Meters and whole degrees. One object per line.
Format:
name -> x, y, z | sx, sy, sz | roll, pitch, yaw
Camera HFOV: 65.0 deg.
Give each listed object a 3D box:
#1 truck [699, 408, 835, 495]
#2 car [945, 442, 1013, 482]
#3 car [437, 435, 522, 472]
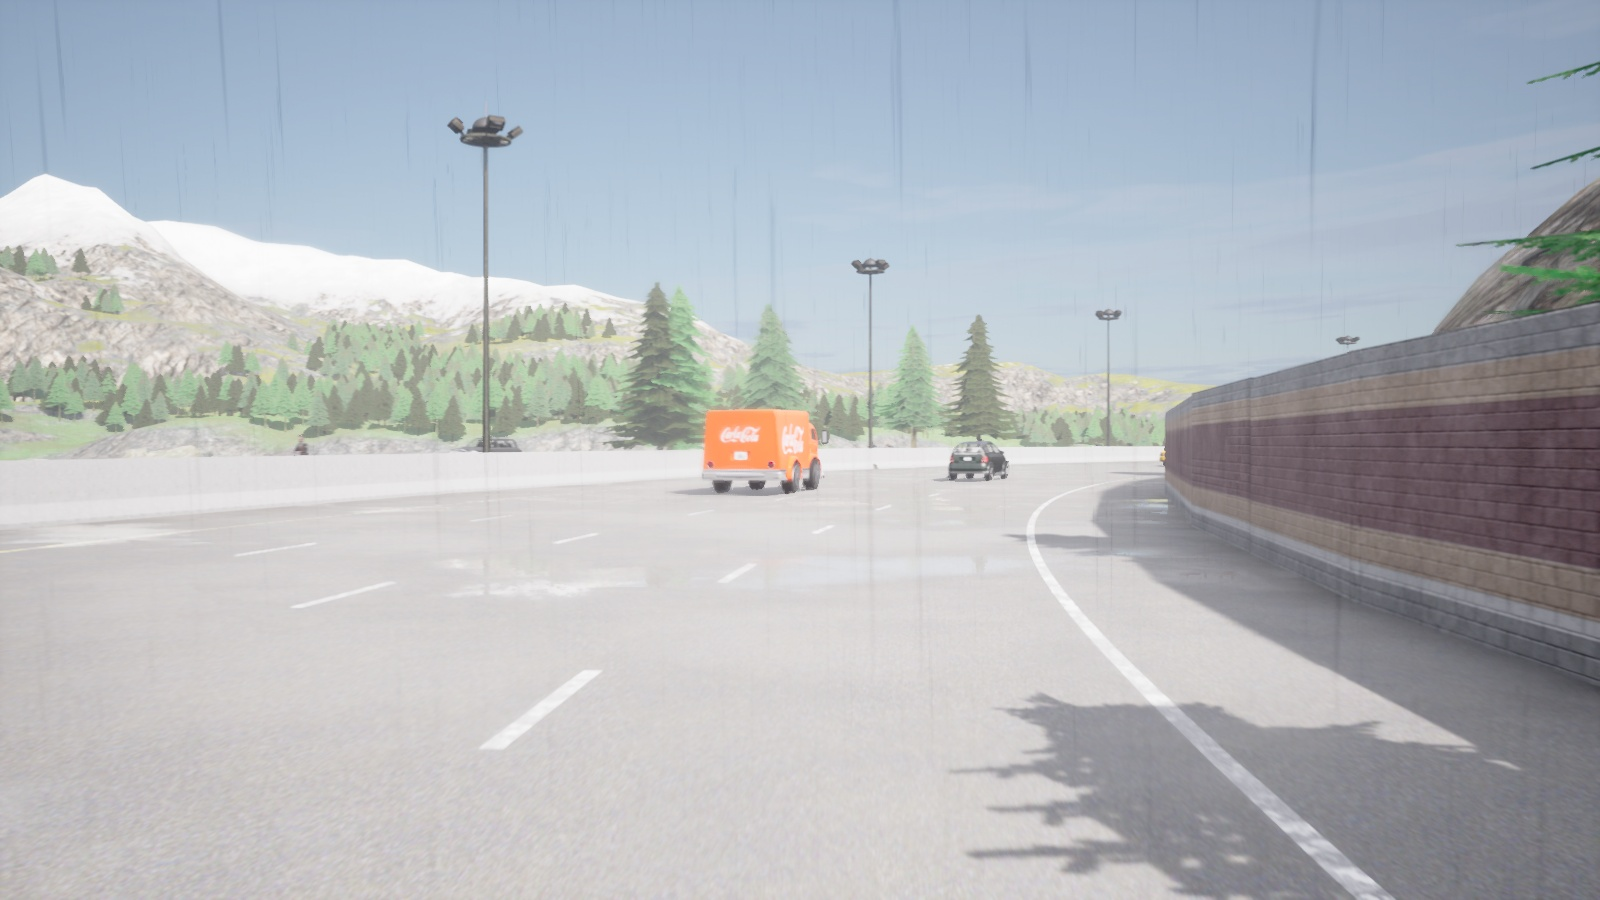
truck -> -0.891, 0.042, 38.378 | 2.627, 2.467, 5.204 | 0, 0, 17
car -> 7.228, 0.450, 50.383 | 1.789, 1.549, 3.705 | 0, 0, 23
car -> -16.703, 0.173, 65.608 | 1.932, 1.855, 4.605 | 0, 0, 22
